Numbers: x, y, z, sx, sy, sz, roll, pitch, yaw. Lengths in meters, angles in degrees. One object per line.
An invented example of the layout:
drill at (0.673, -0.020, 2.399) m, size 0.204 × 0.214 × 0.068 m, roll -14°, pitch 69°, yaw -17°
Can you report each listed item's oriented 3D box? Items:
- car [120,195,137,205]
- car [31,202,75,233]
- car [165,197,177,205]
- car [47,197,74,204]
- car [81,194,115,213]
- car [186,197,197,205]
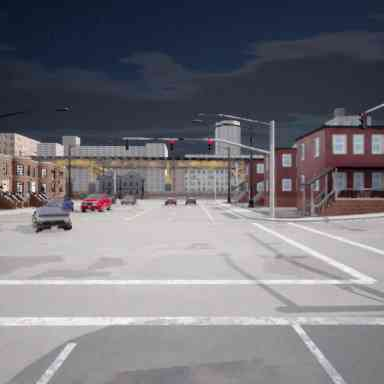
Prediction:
car at (-10.727, 1.351, 56.524) m, size 2.097 × 1.767 × 4.553 m, roll 0°, pitch 0°, yaw 0°
car at (-8.711, 1.548, 20.280) m, size 2.033 × 1.411 × 5.357 m, roll 0°, pitch 0°, yaw -29°
car at (-3.565, 1.526, 56.764) m, size 1.812 × 1.442 × 4.674 m, roll 0°, pitch 0°, yaw 0°
car at (-14.201, 1.352, 35.450) m, size 2.097 × 1.767 × 4.553 m, roll 0°, pitch 0°, yaw 0°
car at (-10.708, 1.223, 37.441) m, size 2.150 × 2.045 × 5.566 m, roll 0°, pitch 0°, yaw 0°
car at (-0.170, 1.526, 58.582) m, size 1.812 × 1.442 × 4.674 m, roll 0°, pitch 0°, yaw 0°
